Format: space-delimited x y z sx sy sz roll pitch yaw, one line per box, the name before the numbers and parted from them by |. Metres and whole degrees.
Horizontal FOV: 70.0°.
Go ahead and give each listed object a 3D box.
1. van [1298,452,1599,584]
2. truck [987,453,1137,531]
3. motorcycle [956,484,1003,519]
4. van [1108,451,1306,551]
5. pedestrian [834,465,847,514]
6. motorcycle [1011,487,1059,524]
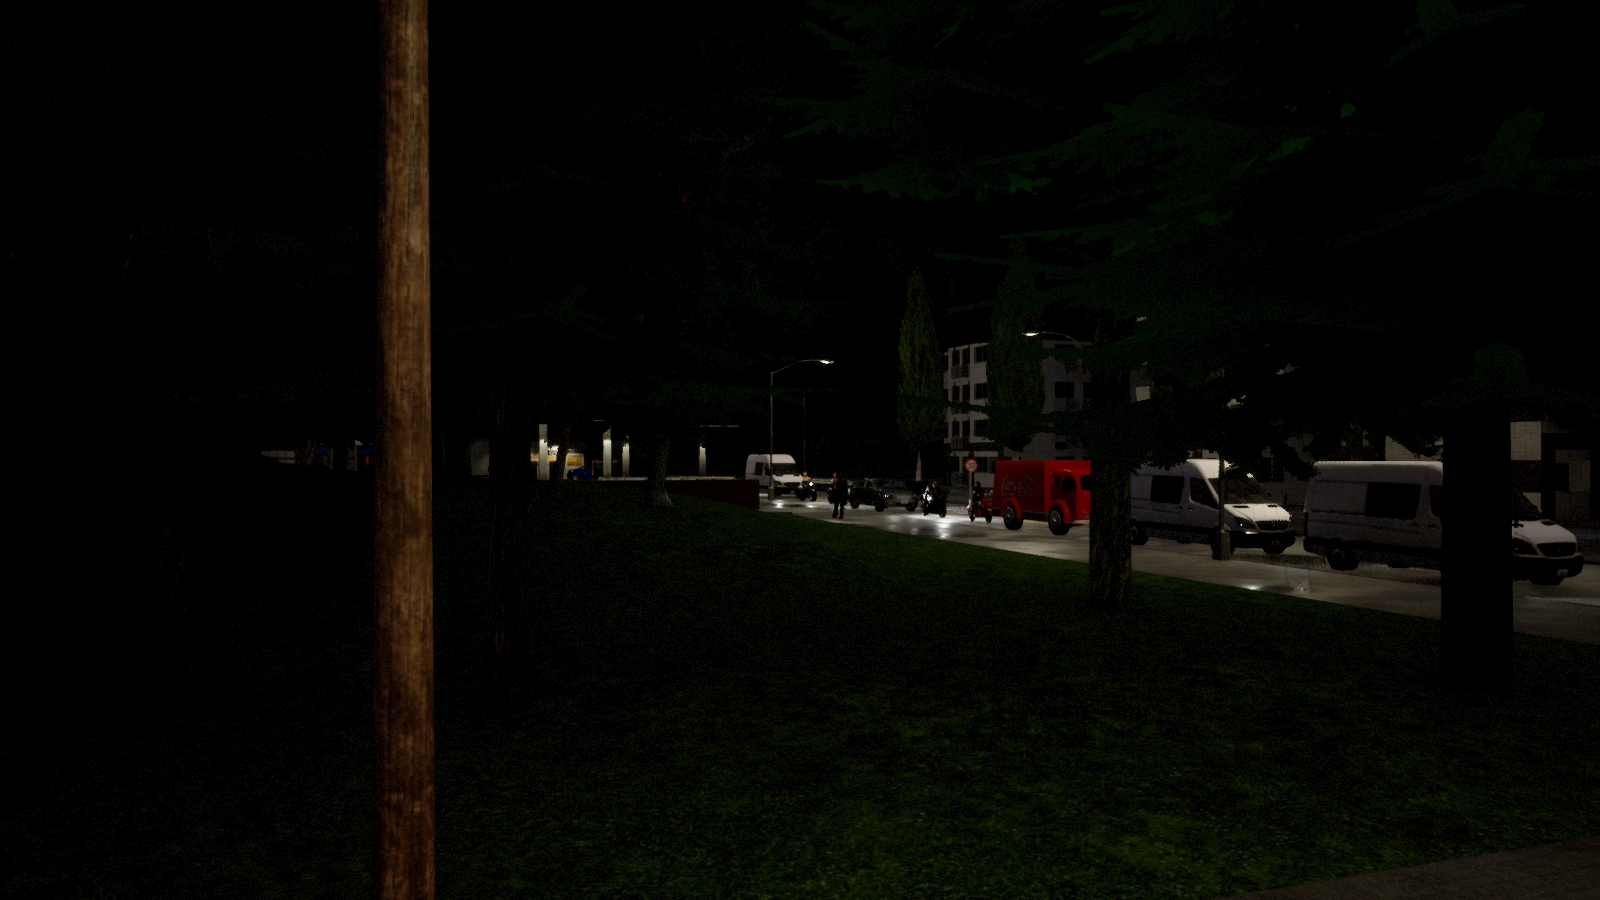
van | 14.012 1.323 25.247 1.988 2.561 5.915 0 0 -20
truck | 8.905 1.356 39.393 2.627 2.467 5.204 0 0 -20
motorcycle | 6.991 1.993 44.695 0.867 1.251 2.209 0 0 -20
van | 11.382 1.323 32.522 1.988 2.561 5.915 0 0 -20
pedestrian | 1.551 1.532 44.130 0.375 1.860 0.375 0 0 -20
motorcycle | 8.397 1.970 40.853 0.856 1.236 1.805 0 0 -20
